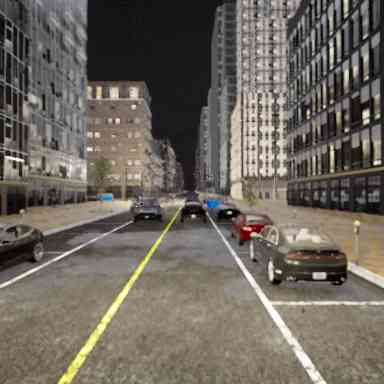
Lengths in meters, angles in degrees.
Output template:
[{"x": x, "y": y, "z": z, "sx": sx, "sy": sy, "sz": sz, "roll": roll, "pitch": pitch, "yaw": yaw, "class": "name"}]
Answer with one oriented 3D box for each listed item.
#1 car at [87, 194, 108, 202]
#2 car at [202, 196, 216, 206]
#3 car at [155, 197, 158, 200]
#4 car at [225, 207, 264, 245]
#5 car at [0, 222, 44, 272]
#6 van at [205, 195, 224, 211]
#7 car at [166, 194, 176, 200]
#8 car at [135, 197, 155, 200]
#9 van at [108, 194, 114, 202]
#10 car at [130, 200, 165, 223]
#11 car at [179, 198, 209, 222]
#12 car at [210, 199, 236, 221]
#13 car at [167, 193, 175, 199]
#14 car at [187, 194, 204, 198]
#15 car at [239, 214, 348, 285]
[{"x": -19.836, "y": 1.434, "z": 66.768, "sx": 4.403, "sy": 1.369, "sz": 2.008, "roll": 0, "pitch": 0, "yaw": 1, "class": "car"}, {"x": 2.706, "y": 1.399, "z": 53.833, "sx": 1.887, "sy": 1.381, "sz": 4.507, "roll": 1, "pitch": 0, "yaw": 0, "class": "car"}, {"x": -5.675, "y": 1.439, "z": 48.263, "sx": 1.947, "sy": 1.339, "sz": 4.313, "roll": 1, "pitch": 0, "yaw": 0, "class": "car"}, {"x": 2.701, "y": 1.548, "z": 14.795, "sx": 1.802, "sy": 1.307, "sz": 4.206, "roll": 1, "pitch": 0, "yaw": 0, "class": "car"}, {"x": -5.679, "y": 1.545, "z": 9.241, "sx": 1.947, "sy": 1.339, "sz": 4.313, "roll": 1, "pitch": 0, "yaw": 0, "class": "car"}, {"x": 2.707, "y": 1.248, "z": 37.102, "sx": 1.690, "sy": 1.788, "sz": 3.998, "roll": 1, "pitch": 0, "yaw": 0, "class": "van"}, {"x": -5.671, "y": 1.323, "z": 86.278, "sx": 1.802, "sy": 1.307, "sz": 4.206, "roll": 1, "pitch": 0, "yaw": 0, "class": "car"}, {"x": -5.675, "y": 1.348, "z": 37.114, "sx": 1.967, "sy": 1.590, "sz": 4.097, "roll": 1, "pitch": 0, "yaw": 0, "class": "car"}, {"x": -19.727, "y": 1.312, "z": 75.149, "sx": 3.998, "sy": 1.788, "sz": 1.690, "roll": 0, "pitch": 0, "yaw": 1, "class": "van"}, {"x": -3.095, "y": 1.506, "z": 24.705, "sx": 1.994, "sy": 1.385, "sz": 4.181, "roll": 0, "pitch": 0, "yaw": 0, "class": "car"}, {"x": 0.103, "y": 1.443, "z": 25.559, "sx": 1.837, "sy": 1.490, "sz": 4.892, "roll": 0, "pitch": 0, "yaw": 0, "class": "car"}, {"x": 2.703, "y": 1.504, "z": 25.948, "sx": 1.947, "sy": 1.339, "sz": 4.313, "roll": 1, "pitch": 0, "yaw": 0, "class": "car"}, {"x": -5.668, "y": 1.158, "z": 91.930, "sx": 1.967, "sy": 1.590, "sz": 4.097, "roll": 1, "pitch": 0, "yaw": 0, "class": "car"}, {"x": 0.105, "y": 1.246, "z": 41.238, "sx": 2.097, "sy": 1.767, "sz": 4.553, "roll": 0, "pitch": 0, "yaw": 0, "class": "car"}, {"x": 2.701, "y": 1.530, "z": 9.218, "sx": 2.008, "sy": 1.369, "sz": 4.403, "roll": 1, "pitch": 0, "yaw": 0, "class": "car"}]
